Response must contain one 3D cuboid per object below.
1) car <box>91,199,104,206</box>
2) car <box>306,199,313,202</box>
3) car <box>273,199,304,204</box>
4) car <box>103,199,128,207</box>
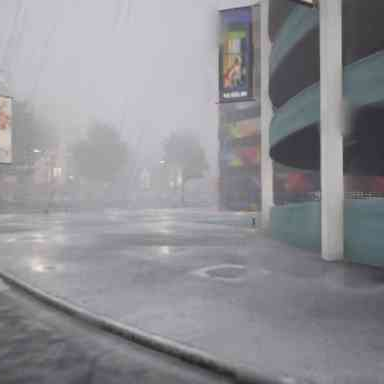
[{"bbox_3d":[-17.765,2.237,66.531,4.902,1.511,2.128,0,-1,-44],"label":"car"},{"bbox_3d":[17.605,1.855,53.077,4.786,1.482,2.161,0,-1,-44],"label":"car"},{"bbox_3d":[11.756,1.676,41.609,4.674,1.452,2.002,0,-1,-44],"label":"car"},{"bbox_3d":[-14.443,2.265,64.927,4.181,1.385,1.994,0,-1,-44],"label":"car"}]
